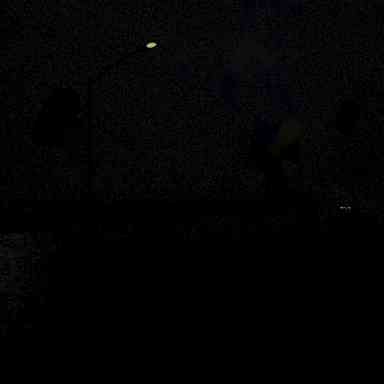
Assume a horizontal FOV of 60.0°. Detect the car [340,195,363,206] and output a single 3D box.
[{"bbox_3d":[22.706,1.144,47.284,2.128,1.511,4.902,0,2,44],"label":"car"}]
